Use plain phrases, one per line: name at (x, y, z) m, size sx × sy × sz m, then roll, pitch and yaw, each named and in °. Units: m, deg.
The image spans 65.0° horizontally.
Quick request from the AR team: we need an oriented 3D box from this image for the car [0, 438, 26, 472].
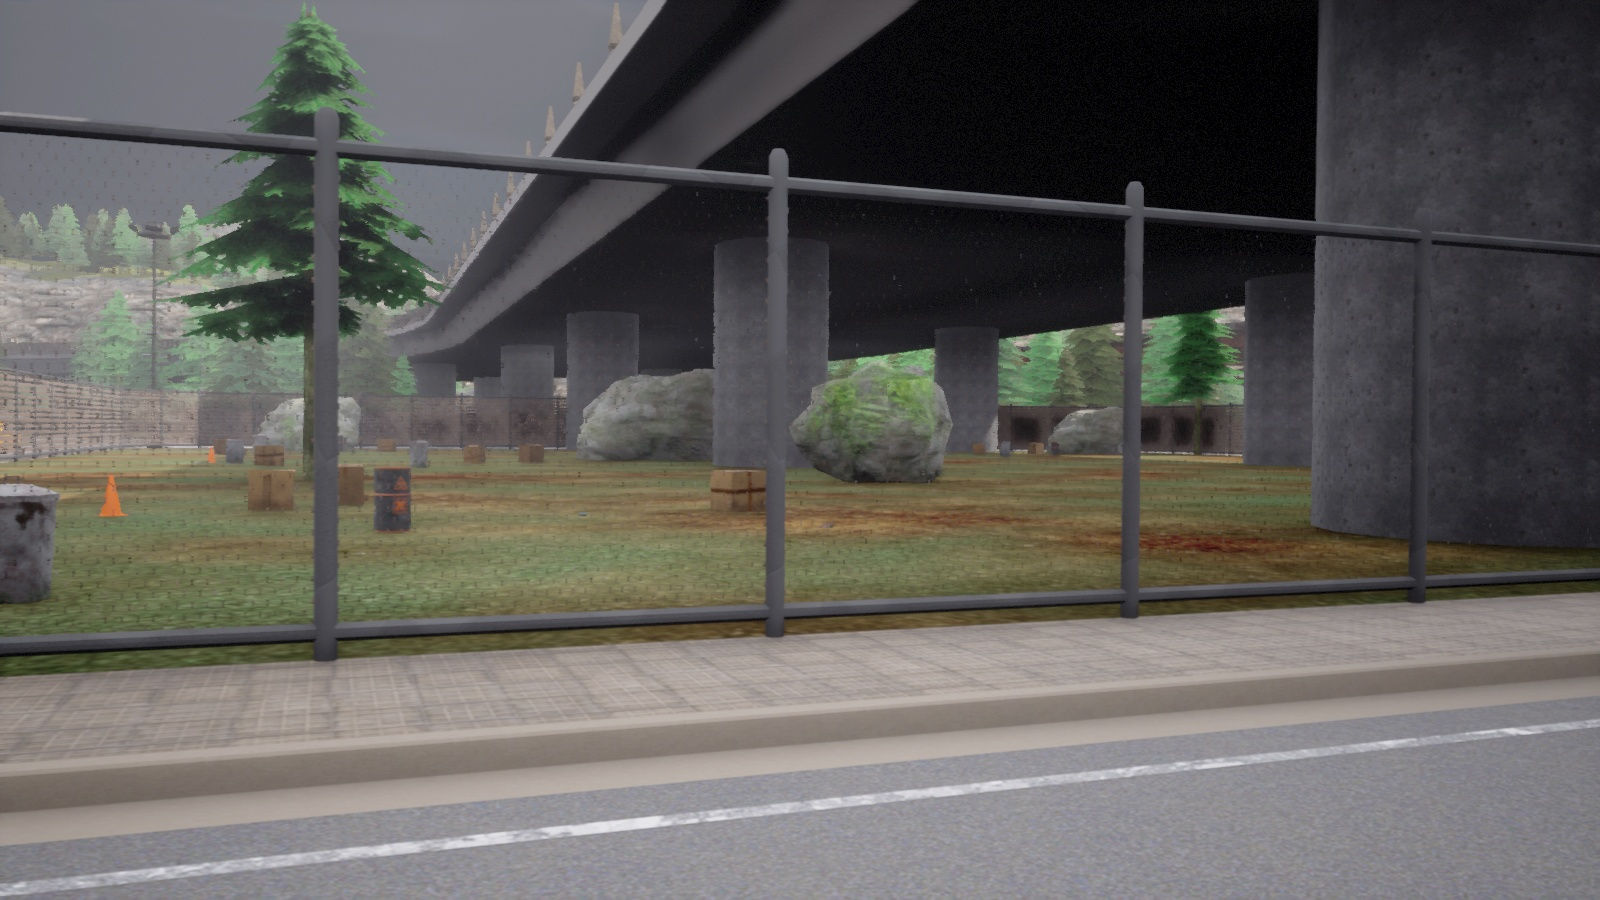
car at (-37.638, 0.208, 58.386) m, size 1.882 × 1.535 × 5.008 m, roll -1°, pitch 1°, yaw -21°
